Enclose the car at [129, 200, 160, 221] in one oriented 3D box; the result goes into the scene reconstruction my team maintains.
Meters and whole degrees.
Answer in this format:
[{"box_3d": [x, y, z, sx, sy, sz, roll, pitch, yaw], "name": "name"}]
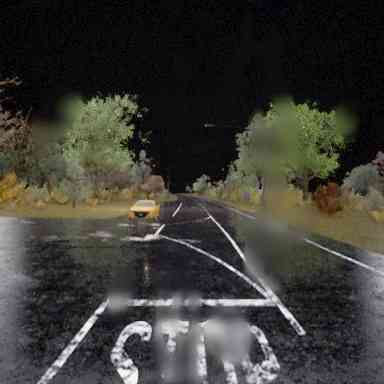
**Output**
[{"box_3d": [-3.507, 1.357, 25.269, 1.882, 1.535, 5.008, 1, -2, 0], "name": "car"}]
